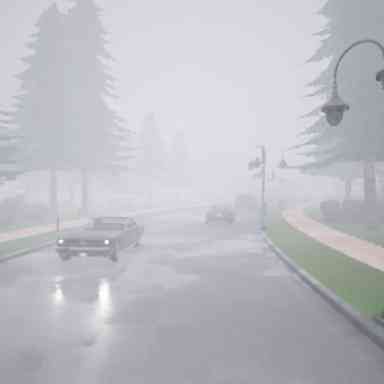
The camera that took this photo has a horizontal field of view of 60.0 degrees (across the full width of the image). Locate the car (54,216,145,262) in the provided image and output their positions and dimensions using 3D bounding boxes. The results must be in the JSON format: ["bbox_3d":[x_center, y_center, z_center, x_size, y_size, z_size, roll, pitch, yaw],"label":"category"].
[{"bbox_3d":[-3.140,1.596,12.275,1.895,1.301,4.718,0,0,4],"label":"car"}]

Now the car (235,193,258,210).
[{"bbox_3d":[6.861,1.203,41.885,2.150,2.045,5.566,0,0,20],"label":"car"}]

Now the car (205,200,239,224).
[{"bbox_3d":[2.202,1.554,24.708,1.994,1.385,4.181,0,0,11],"label":"car"}]
